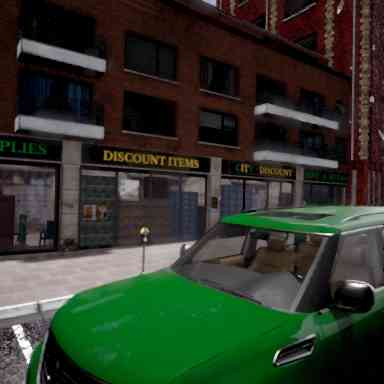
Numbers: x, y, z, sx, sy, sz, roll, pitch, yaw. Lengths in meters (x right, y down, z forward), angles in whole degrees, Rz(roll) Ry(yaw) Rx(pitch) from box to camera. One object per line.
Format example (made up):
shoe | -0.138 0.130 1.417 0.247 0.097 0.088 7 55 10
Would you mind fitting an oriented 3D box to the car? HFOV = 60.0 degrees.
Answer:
car | 1.219 1.224 3.811 5.566 2.045 2.150 0 0 -35
